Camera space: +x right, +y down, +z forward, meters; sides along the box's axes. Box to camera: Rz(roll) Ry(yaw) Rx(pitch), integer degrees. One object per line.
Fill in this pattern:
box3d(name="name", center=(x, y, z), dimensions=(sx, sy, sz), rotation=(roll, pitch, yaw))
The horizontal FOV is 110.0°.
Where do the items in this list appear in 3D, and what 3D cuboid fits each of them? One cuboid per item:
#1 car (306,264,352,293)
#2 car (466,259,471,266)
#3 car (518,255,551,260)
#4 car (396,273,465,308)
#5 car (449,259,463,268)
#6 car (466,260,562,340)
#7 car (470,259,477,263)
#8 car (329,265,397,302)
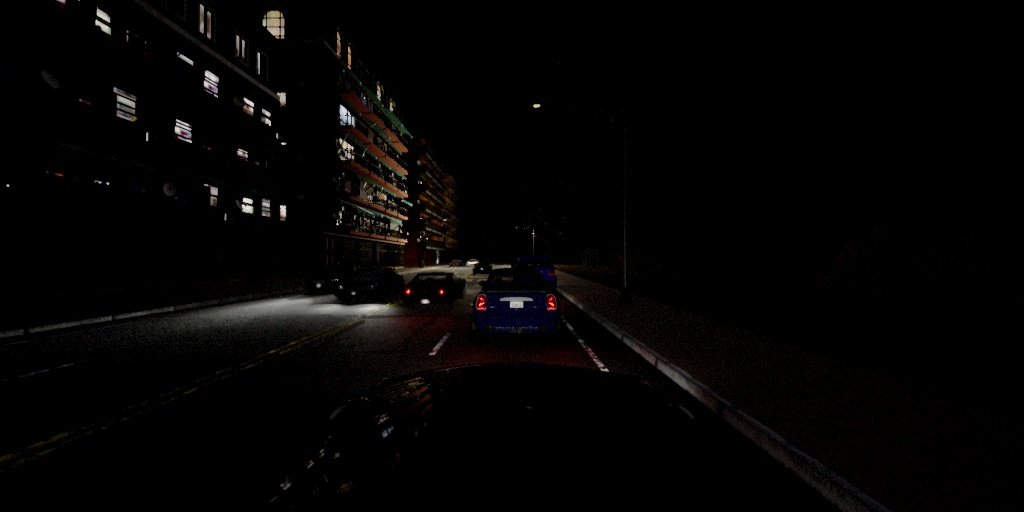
box3d(name="car", center=(-9.842, 1.242, 20.706), dimensions=(2.128, 1.511, 4.902), rotation=(0, 0, 0))
box3d(name="car", center=(-6.548, 1.270, 60.342), dimensions=(1.812, 1.442, 4.674), rotation=(0, 0, 0))
box3d(name="car", center=(1.144, 0.975, 19.674), dimensions=(2.150, 2.045, 5.566), rotation=(0, 0, 0))
box3d(name="car", center=(-3.146, 1.351, 15.276), dimensions=(1.895, 1.301, 4.718), rotation=(0, 0, 0))
box3d(name="car", center=(-9.776, 1.291, 63.025), dimensions=(2.033, 1.411, 5.357), rotation=(0, 0, 1))
box3d(name="car", center=(0.101, 1.102, 10.100), dimensions=(2.097, 1.767, 4.553), rotation=(0, 0, 0))
box3d(name="car", center=(-3.134, 1.313, 39.364), dimensions=(1.994, 1.385, 4.181), rotation=(0, 0, 0))
box3d(name="car", center=(-6.593, 1.276, 17.248), dimensions=(1.812, 1.442, 4.674), rotation=(0, 0, 0))
